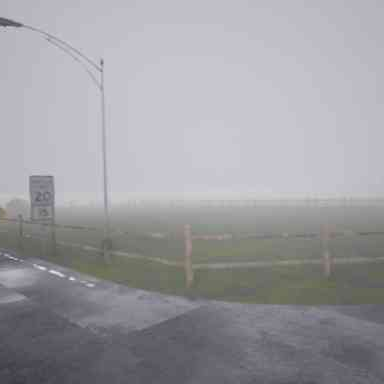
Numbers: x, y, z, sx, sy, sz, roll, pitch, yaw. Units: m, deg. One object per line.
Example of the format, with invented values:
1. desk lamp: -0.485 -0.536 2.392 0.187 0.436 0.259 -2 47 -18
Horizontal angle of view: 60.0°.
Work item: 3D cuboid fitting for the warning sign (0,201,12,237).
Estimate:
1. warning sign: -10.472 1.419 17.632 1.060 1.860 1.300 -2 0 45
